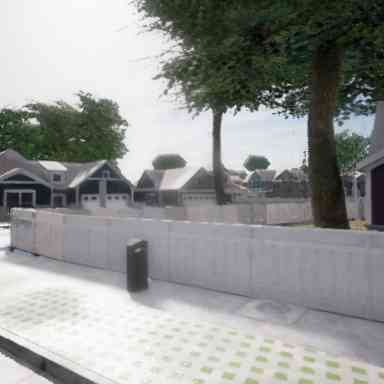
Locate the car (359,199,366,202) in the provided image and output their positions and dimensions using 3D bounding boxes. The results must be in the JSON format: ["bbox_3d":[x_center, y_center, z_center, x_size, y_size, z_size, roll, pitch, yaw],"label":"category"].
[{"bbox_3d":[25.182,1.726,46.992,5.008,1.535,1.882,-1,0,-33],"label":"car"}]

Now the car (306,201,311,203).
[{"bbox_3d":[15.231,1.820,40.078,4.892,1.490,1.837,0,-1,-35],"label":"car"}]
